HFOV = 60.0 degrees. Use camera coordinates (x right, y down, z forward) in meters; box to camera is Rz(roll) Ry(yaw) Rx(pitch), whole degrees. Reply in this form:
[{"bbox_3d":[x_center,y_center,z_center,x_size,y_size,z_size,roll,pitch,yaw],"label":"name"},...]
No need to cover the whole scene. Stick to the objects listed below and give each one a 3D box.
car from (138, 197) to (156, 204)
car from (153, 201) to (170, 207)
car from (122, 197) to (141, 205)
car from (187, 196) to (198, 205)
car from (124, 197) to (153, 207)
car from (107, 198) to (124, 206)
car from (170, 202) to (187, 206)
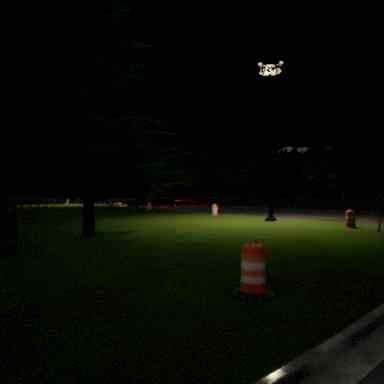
[{"bbox_3d":[-9.376,1.727,69.436,1.994,1.385,4.181,0,0,-35],"label":"car"},{"bbox_3d":[-6.291,1.788,58.915,1.837,1.490,4.892,0,0,-34],"label":"car"},{"bbox_3d":[-12.254,1.832,67.444,1.882,1.535,5.008,0,0,-35],"label":"car"},{"bbox_3d":[-0.788,1.627,63.270,2.097,1.767,4.553,0,0,-34],"label":"car"},{"bbox_3d":[-9.253,1.781,57.046,2.128,1.511,4.902,0,0,-34],"label":"car"},{"bbox_3d":[-15.132,1.844,65.452,2.128,1.511,4.902,0,0,-35],"label":"car"},{"bbox_3d":[-3.661,1.772,61.269,2.128,1.511,4.902,0,0,-34],"label":"car"}]
